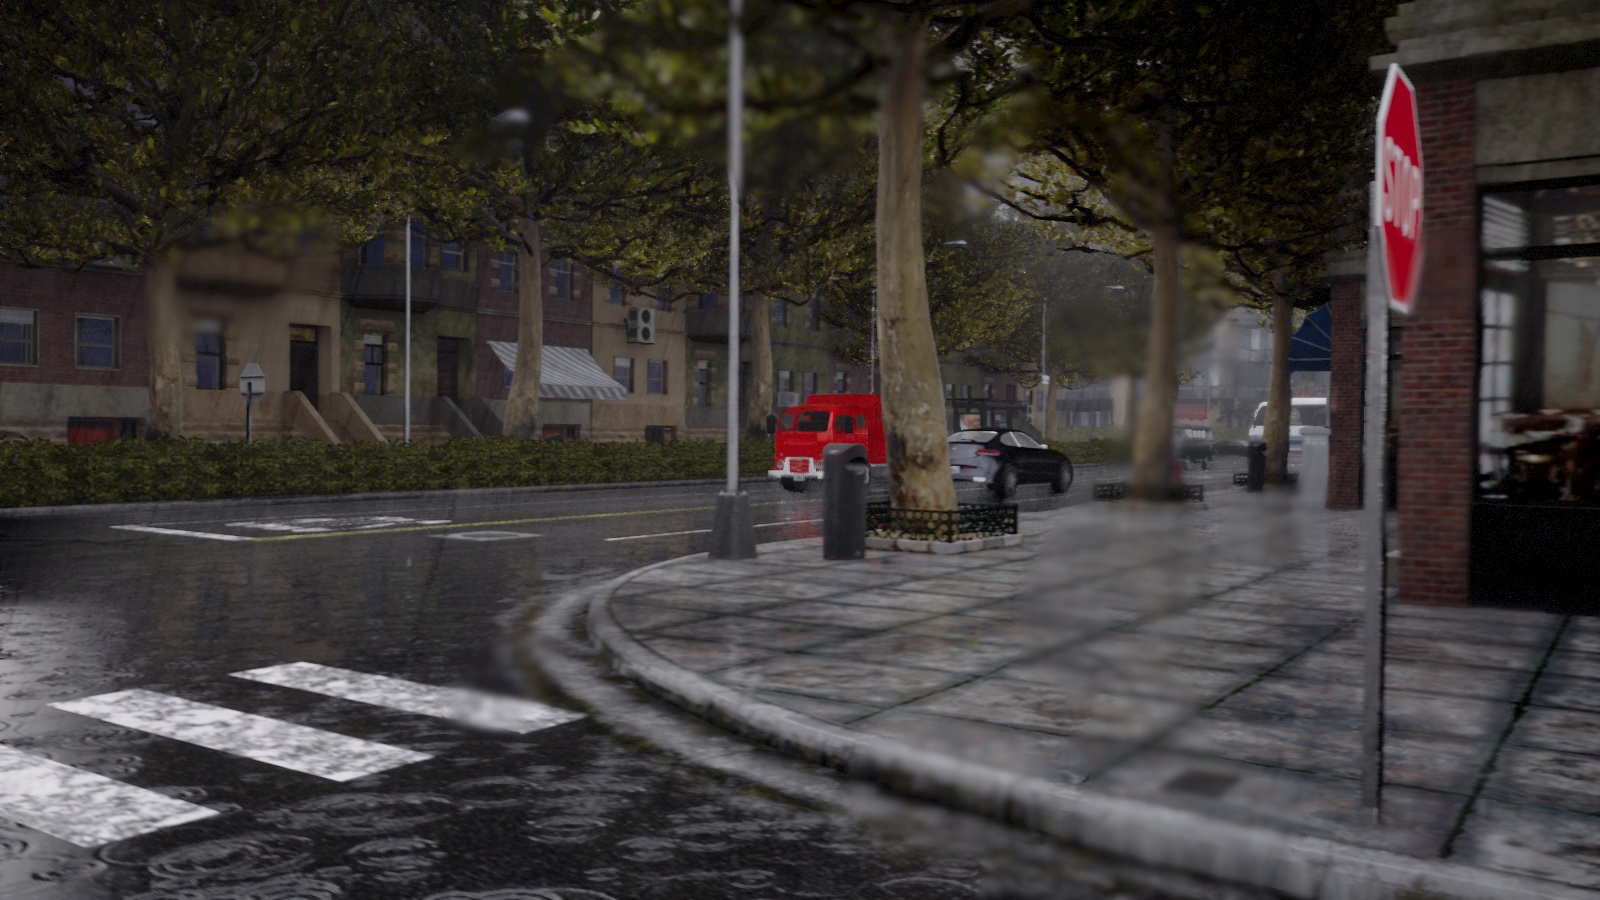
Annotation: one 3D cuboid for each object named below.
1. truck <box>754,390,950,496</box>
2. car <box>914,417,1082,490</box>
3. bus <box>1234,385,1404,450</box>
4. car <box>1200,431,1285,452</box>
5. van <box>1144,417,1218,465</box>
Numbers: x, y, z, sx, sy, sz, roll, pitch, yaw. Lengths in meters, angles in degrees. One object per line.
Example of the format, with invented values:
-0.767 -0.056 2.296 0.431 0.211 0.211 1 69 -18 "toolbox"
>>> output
1.440 -0.210 32.075 2.627 2.467 5.204 0 1 34 "truck"
4.999 0.037 31.077 2.152 1.651 5.027 0 1 34 "car"
35.897 -2.163 87.043 10.273 4.253 3.944 0 1 34 "bus"
28.066 -0.515 79.701 4.718 1.301 1.895 0 1 34 "car"
16.361 -0.403 53.848 1.775 1.987 4.442 0 1 34 "van"
